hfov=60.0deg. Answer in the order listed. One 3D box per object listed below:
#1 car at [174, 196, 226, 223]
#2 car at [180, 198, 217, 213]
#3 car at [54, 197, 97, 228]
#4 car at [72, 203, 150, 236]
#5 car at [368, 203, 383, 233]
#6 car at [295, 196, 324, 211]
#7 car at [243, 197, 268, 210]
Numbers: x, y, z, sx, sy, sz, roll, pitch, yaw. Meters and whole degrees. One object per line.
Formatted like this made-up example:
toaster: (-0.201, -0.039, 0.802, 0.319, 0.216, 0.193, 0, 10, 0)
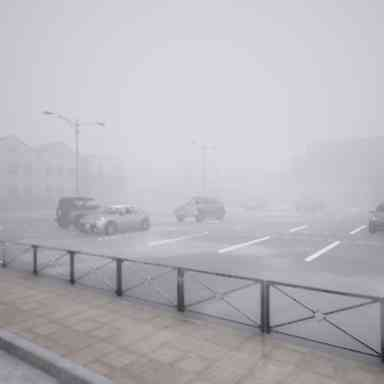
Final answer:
car: (0.702, 1.229, 25.061, 1.932, 1.855, 4.605, -1, 0, 35)
car: (0.791, 1.496, 37.242, 2.007, 1.523, 4.514, -1, 0, 35)
car: (-6.515, 1.239, 20.520, 1.905, 1.878, 3.866, -1, 0, 35)
car: (-4.146, 1.491, 18.105, 1.970, 1.475, 3.806, -1, 0, 35)
car: (10.479, 1.312, 17.308, 2.007, 1.523, 4.514, -1, 0, 35)
car: (13.276, 1.257, 37.468, 2.152, 1.636, 5.027, -1, 0, 35)
car: (7.843, 1.396, 40.898, 1.970, 1.475, 3.806, -1, 0, 35)
